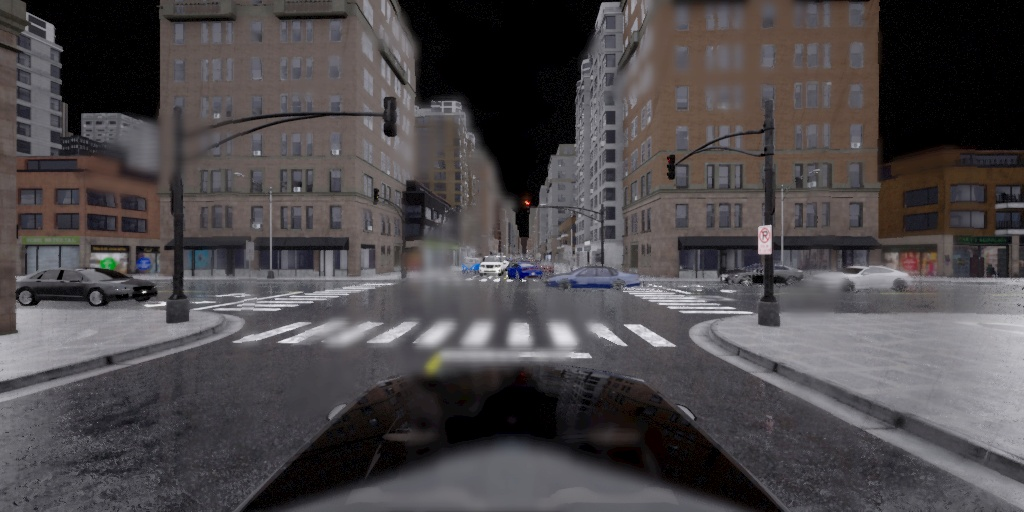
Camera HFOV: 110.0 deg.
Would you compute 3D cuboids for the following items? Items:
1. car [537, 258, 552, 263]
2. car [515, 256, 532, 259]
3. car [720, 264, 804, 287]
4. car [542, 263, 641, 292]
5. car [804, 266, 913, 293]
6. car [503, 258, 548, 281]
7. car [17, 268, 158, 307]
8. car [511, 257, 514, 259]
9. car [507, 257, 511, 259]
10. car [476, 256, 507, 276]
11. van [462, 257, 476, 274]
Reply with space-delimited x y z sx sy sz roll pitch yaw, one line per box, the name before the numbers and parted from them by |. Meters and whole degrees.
car | 3.869 1.209 40.976 1.967 1.591 4.097 0 0 2
car | 2.075 1.283 62.958 2.128 1.511 4.902 0 0 2
car | 16.577 1.258 23.845 4.902 1.511 2.128 0 0 2
car | 4.656 1.300 20.948 5.357 1.411 2.033 0 0 2
car | 19.954 1.297 20.493 4.674 1.442 1.812 0 0 2
car | 1.022 1.235 30.519 1.882 1.535 5.008 -2 0 -16
car | -17.625 1.239 14.909 4.892 1.490 1.837 0 0 2
car | -1.179 1.142 60.830 2.097 1.767 4.553 0 0 2
car | -1.642 0.996 48.410 2.150 2.045 5.566 0 0 2
car | -2.040 0.987 37.094 2.150 2.045 5.566 0 0 2
van | -4.652 1.111 41.272 1.690 1.789 3.998 0 0 2
